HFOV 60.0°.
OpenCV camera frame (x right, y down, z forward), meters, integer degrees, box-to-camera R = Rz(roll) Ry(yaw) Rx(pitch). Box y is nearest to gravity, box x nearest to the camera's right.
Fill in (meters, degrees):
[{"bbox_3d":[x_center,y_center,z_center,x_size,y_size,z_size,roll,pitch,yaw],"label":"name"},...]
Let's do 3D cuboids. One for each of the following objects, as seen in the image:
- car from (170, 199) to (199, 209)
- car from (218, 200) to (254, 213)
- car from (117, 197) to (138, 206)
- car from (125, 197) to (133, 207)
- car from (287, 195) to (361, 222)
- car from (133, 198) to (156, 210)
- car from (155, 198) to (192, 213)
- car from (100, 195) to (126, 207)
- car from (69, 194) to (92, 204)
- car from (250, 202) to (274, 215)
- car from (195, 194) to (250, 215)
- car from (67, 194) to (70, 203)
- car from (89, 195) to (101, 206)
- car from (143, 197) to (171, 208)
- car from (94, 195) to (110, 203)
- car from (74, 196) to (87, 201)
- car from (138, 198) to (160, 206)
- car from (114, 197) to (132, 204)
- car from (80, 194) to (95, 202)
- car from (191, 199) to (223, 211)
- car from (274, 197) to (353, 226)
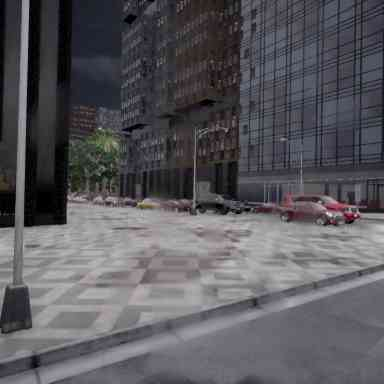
[{"bbox_3d":[-1.158,1.719,49.064,2.008,1.369,4.403,2,-1,-36],"label":"car"},{"bbox_3d":[5.230,1.727,40.141,1.947,1.339,4.313,2,-1,-36],"label":"car"},{"bbox_3d":[-11.416,1.625,58.650,1.812,1.442,4.674,2,-1,-36],"label":"car"},{"bbox_3d":[-7.034,1.564,47.272,2.033,1.411,5.357,2,-1,-35],"label":"car"},{"bbox_3d":[9.297,1.220,24.411,2.150,2.045,5.566,2,-1,-36],"label":"car"},{"bbox_3d":[-4.797,1.466,39.509,1.752,1.417,4.829,2,-1,-36],"label":"car"},{"bbox_3d":[-1.702,1.482,35.185,1.887,1.381,4.507,2,-1,-36],"label":"car"},{"bbox_3d":[-11.284,1.387,48.572,1.967,1.590,4.097,2,-1,-36],"label":"car"},{"bbox_3d":[-20.770,1.473,61.820,1.752,1.417,4.829,2,-1,-36],"label":"car"},{"bbox_3d":[8.423,1.740,35.680,1.802,1.307,4.206,2,-1,-36],"label":"car"},{"bbox_3d":[2.790,1.228,33.492,2.150,2.045,5.566,2,-1,-36],"label":"car"},{"bbox_3d":[-24.062,1.387,66.421,1.967,1.590,4.097,2,-1,-36],"label":"car"},{"bbox_3d":[-14.481,1.530,53.033,1.802,1.307,4.206,2,-1,-36],"label":"car"},{"bbox_3d":[-5.326,1.590,50.216,2.128,1.511,4.902,2,-1,-35],"label":"car"},{"bbox_3d":[-20.494,1.514,75.437,2.097,1.767,4.553,2,-1,-36],"label":"car"},{"bbox_3d":[-30.003,1.695,89.355,1.752,1.417,4.829,2,-1,-36],"label":"car"},{"bbox_3d":[-7.546,1.722,57.988,2.008,1.369,4.403,2,-1,-36],"label":"car"},{"bbox_3d":[-13.935,1.737,66.910,1.947,1.339,4.313,2,-1,-36],"label":"car"},{"bbox_3d":[-26.705,1.485,84.759,2.192,1.841,5.009,2,-1,-36],"label":"car"},{"bbox_3d":[1.937,1.690,44.742,1.752,1.417,4.829,2,-1,-36],"label":"car"},{"bbox_3d":[7.865,1.368,21.826,1.967,1.590,4.097,2,-1,-37],"label":"car"}]
